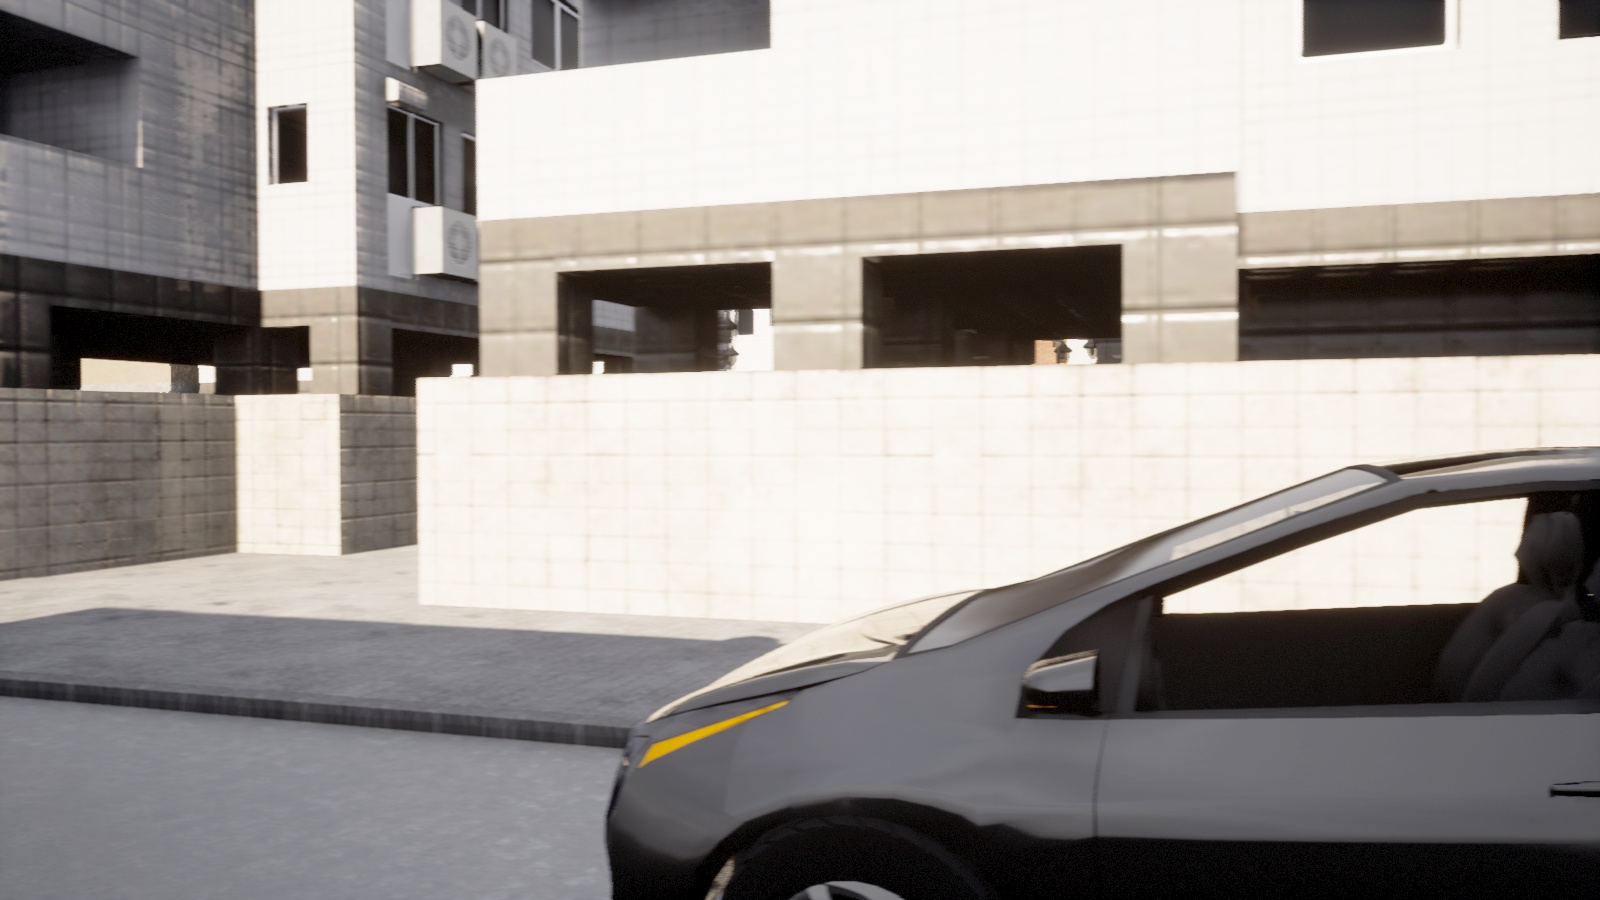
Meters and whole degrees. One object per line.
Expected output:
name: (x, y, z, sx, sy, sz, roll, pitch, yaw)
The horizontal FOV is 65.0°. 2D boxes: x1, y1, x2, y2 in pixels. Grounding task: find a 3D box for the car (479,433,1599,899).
car: (1.715, 0.729, 3.143, 4.514, 1.525, 2.007, 0, 1, 19)
